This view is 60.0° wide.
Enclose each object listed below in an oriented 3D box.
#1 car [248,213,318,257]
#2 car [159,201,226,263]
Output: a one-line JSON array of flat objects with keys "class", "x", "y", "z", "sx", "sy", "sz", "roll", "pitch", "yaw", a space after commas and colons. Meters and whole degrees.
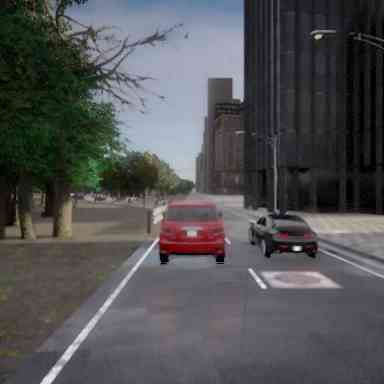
[{"class": "car", "x": 3.521, "y": 1.634, "z": 13.506, "sx": 1.837, "sy": 1.490, "sz": 4.892, "roll": 0, "pitch": 0, "yaw": 0}, {"class": "car", "x": 0.013, "y": 1.343, "z": 12.608, "sx": 2.150, "sy": 2.045, "sz": 5.566, "roll": 0, "pitch": 0, "yaw": 0}]
